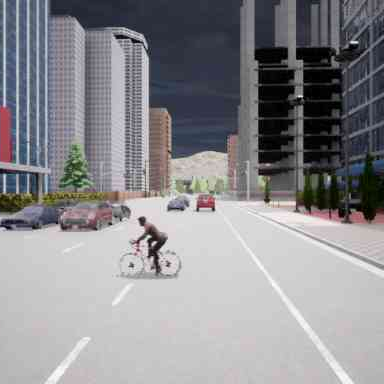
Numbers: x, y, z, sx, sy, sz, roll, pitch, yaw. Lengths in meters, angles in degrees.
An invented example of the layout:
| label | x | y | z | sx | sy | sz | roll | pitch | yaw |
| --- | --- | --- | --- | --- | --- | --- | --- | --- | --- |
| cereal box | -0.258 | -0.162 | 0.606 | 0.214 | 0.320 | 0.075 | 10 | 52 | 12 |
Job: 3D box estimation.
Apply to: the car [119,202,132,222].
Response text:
| label | x | y | z | sx | sy | sz | roll | pitch | yaw |
| --- | --- | --- | --- | --- | --- | --- | --- | --- | --- |
| car | -6.037 | 1.471 | 25.948 | 1.994 | 1.385 | 4.181 | 0 | 0 | 2 |

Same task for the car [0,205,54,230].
| label | x | y | z | sx | sy | sz | roll | pitch | yaw |
| --- | --- | --- | --- | --- | --- | --- | --- | --- | --- |
| car | -9.824 | 1.548 | 21.182 | 2.033 | 1.411 | 5.357 | 0 | 0 | 2 |

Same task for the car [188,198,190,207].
| label | x | y | z | sx | sy | sz | roll | pitch | yaw |
| --- | --- | --- | --- | --- | --- | --- | --- | --- | --- |
| car | -1.463 | 1.352 | 50.282 | 2.097 | 1.767 | 4.553 | 0 | 0 | 2 |

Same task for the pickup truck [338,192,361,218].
| label | x | y | z | sx | sy | sz | roll | pitch | yaw |
| --- | --- | --- | --- | --- | --- | --- | --- | --- | --- |
| pickup truck | 14.200 | 1.059 | 28.443 | 2.390 | 2.098 | 6.274 | 0 | 0 | 33 |

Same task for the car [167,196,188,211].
| label | x | y | z | sx | sy | sz | roll | pitch | yaw |
| --- | --- | --- | --- | --- | --- | --- | --- | --- | --- |
| car | -1.858 | 1.564 | 40.291 | 1.994 | 1.385 | 4.181 | 0 | 0 | 2 |

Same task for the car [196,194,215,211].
| label | x | y | z | sx | sy | sz | roll | pitch | yaw |
| --- | --- | --- | --- | --- | --- | --- | --- | --- | --- |
| car | 1.631 | 1.221 | 39.911 | 2.150 | 2.045 | 5.566 | 0 | 0 | 2 |

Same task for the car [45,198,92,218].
| label | x | y | z | sx | sy | sz | roll | pitch | yaw |
| --- | --- | --- | --- | --- | --- | --- | --- | --- | --- |
| car | -9.534 | 1.167 | 26.088 | 1.994 | 1.385 | 4.181 | 0 | 0 | 2 |

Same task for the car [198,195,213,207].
| label | x | y | z | sx | sy | sz | roll | pitch | yaw |
| --- | --- | --- | --- | --- | --- | --- | --- | --- | --- |
| car | 2.046 | 1.352 | 50.475 | 2.097 | 1.767 | 4.553 | 0 | 0 | 2 |

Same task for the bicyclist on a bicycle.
| label | x | y | z | sx | sy | sz | roll | pitch | yaw |
| --- | --- | --- | --- | --- | --- | --- | --- | --- | --- |
| bicyclist on a bicycle | -1.120 | 1.455 | 8.737 | 1.656 | 1.620 | 0.582 | -2 | 0 | 2 |

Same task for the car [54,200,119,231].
| label | x | y | z | sx | sy | sz | roll | pitch | yaw |
| --- | --- | --- | --- | --- | --- | --- | --- | --- | --- |
| car | -6.346 | 1.351 | 20.553 | 2.097 | 1.767 | 4.553 | 0 | 0 | 2 |
